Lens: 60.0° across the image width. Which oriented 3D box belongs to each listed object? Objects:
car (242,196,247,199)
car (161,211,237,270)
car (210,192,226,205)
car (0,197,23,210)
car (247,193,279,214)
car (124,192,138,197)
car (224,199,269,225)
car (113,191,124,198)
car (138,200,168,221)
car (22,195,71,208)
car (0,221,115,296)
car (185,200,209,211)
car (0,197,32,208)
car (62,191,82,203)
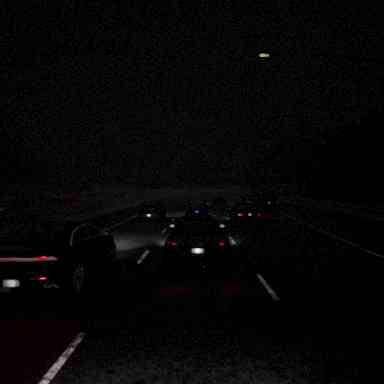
[{"bbox_3d":[7.580,1.282,44.564,2.033,1.411,5.357,0,1,1],"label":"car"},{"bbox_3d":[0.176,1.559,11.015,1.994,1.385,4.181,0,0,1],"label":"car"},{"bbox_3d":[4.179,1.115,51.451,1.882,1.535,5.008,0,1,1],"label":"car"},{"bbox_3d":[-17.215,1.374,32.613,2.128,1.511,4.902,0,1,1],"label":"car"},{"bbox_3d":[7.279,1.087,33.491,2.150,2.045,5.566,0,1,3],"label":"car"},{"bbox_3d":[-12.979,0.805,73.407,2.128,1.511,4.902,0,1,1],"label":"car"},{"bbox_3d":[3.744,1.492,23.744,2.033,1.411,5.357,0,0,1],"label":"car"},{"bbox_3d":[-16.450,0.607,75.273,1.882,1.535,5.008,0,1,1],"label":"car"},{"bbox_3d":[-3.109,1.431,26.708,1.837,1.490,4.892,0,1,1],"label":"car"},{"bbox_3d":[-13.729,1.366,31.726,1.882,1.535,5.008,0,1,1],"label":"car"},{"bbox_3d":[-3.348,1.489,8.631,2.128,1.511,4.902,0,0,0],"label":"car"},{"bbox_3d":[0.421,1.386,28.679,1.882,1.535,5.008,0,0,1],"label":"car"},{"bbox_3d":[-23.991,1.339,45.334,1.895,1.301,4.718,0,1,1],"label":"car"},{"bbox_3d":[-20.295,0.803,55.934,2.150,2.045,5.566,0,1,1],"label":"car"}]
